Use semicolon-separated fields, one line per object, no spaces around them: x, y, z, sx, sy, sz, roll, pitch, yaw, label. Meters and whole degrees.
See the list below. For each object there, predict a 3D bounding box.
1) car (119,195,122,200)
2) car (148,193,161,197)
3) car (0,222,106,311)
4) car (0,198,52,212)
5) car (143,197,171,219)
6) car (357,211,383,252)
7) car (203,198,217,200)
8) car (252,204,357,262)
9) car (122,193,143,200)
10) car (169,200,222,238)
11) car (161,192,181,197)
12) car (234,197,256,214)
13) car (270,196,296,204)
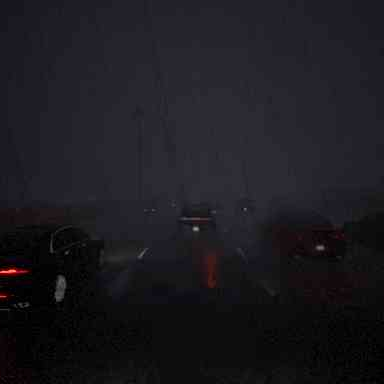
-13.713;1.002;70.845;1.837;1.490;4.892;0;0;21;car
-7.292;0.999;68.046;1.882;1.535;5.008;0;1;21;car
-3.399;1.451;7.699;1.837;1.490;4.892;0;1;0;car
-13.283;1.286;27.037;1.882;1.535;5.008;0;0;6;car
-2.593;1.357;27.009;2.033;1.411;5.357;0;0;6;car
7.128;1.395;11.818;1.882;1.535;5.008;0;0;1;car
1.776;1.292;33.341;1.812;1.442;4.674;0;0;8;car
3.629;1.395;11.827;1.882;1.535;5.008;0;0;1;car
-11.477;1.030;66.762;1.837;1.490;4.892;0;1;19;car
0.250;1.373;16.843;2.128;1.511;4.902;0;0;2;car
-3.858;0.882;67.201;2.097;1.767;4.553;0;0;21;car
5.167;1.278;32.389;1.837;1.490;4.892;0;0;8;car
8.668;1.128;32.030;2.097;1.767;4.553;0;0;8;car
